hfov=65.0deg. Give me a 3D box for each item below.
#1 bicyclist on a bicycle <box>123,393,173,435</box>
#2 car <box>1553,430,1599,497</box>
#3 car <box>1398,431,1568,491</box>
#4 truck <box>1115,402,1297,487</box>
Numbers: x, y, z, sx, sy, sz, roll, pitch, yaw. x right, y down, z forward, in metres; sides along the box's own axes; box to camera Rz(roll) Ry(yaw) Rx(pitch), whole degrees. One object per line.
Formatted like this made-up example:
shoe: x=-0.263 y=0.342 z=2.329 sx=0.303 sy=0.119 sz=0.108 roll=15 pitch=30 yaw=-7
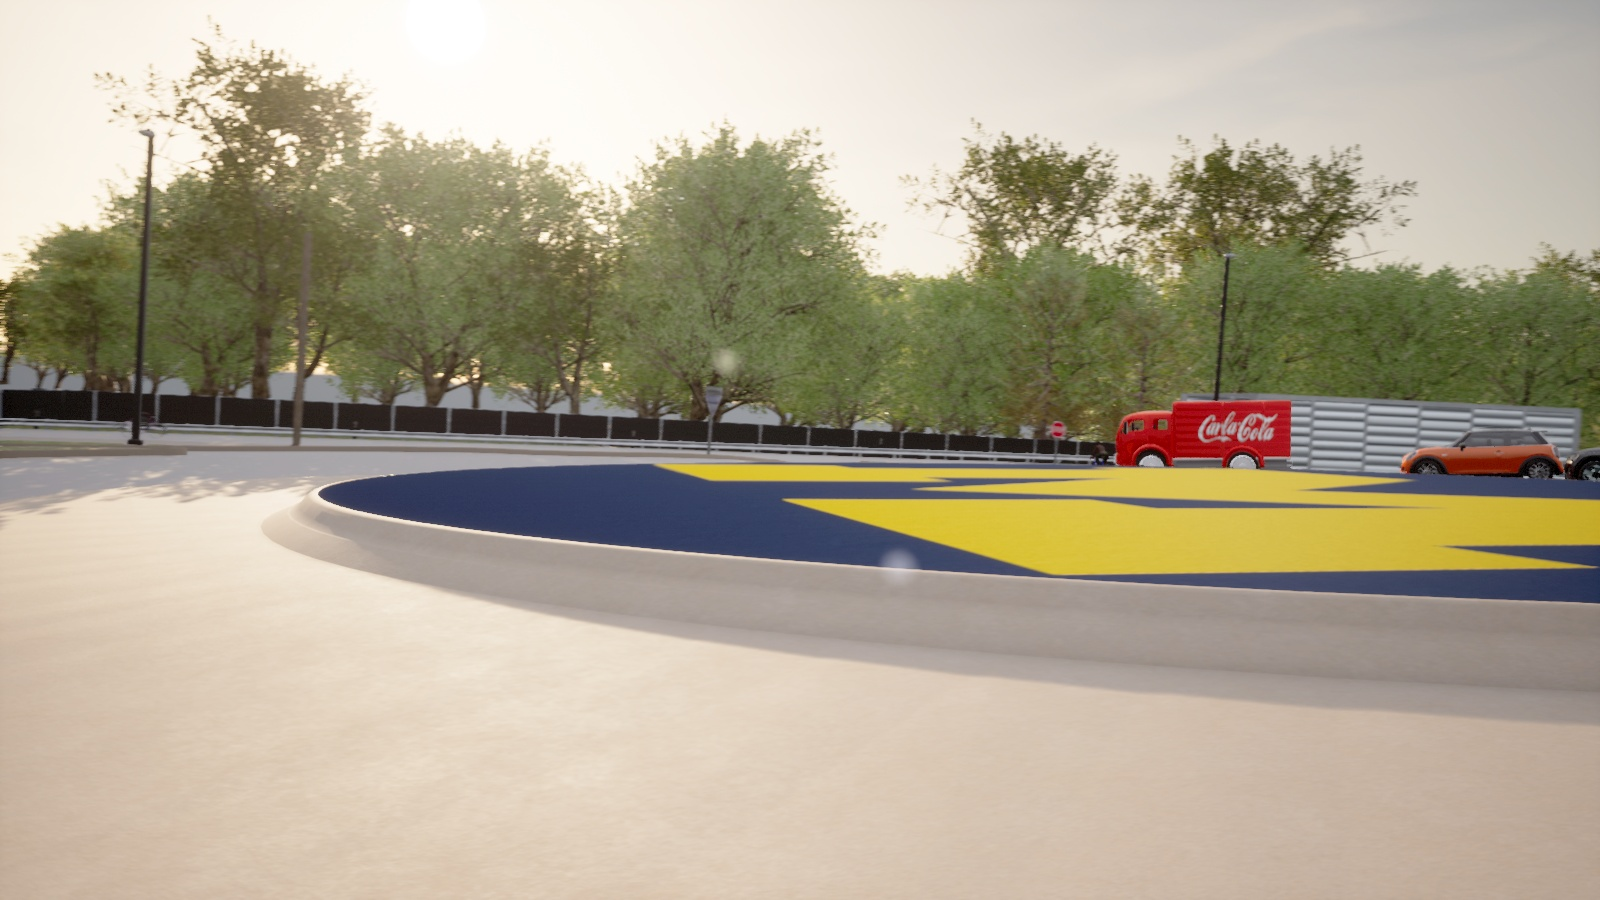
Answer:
bicyclist on a bicycle: x=-29.270 y=-1.603 z=56.397 sx=1.843 sy=1.776 sz=0.659 roll=2 pitch=3 yaw=-15
car: x=21.791 y=0.471 z=31.121 sx=2.033 sy=1.649 sz=4.856 roll=3 pitch=0 yaw=-38
car: x=21.394 y=0.326 z=39.419 sx=4.553 sy=1.767 sz=2.097 roll=-1 pitch=1 yaw=30
truck: x=12.554 y=-0.160 z=38.854 sx=5.204 sy=2.467 sz=2.627 roll=0 pitch=0 yaw=21
